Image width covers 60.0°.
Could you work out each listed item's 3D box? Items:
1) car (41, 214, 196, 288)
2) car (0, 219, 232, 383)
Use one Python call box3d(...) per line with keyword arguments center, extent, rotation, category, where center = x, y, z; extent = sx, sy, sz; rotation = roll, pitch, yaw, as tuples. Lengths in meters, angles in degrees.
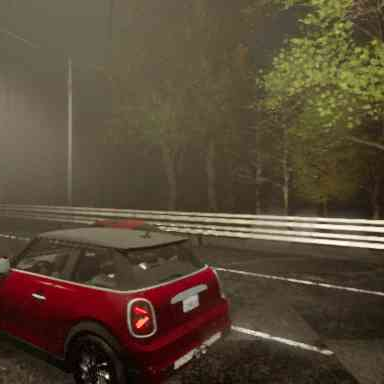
box3d(center=(-2.331, 1.525, 9.886), extent=(4.674, 1.442, 1.812), rotation=(0, 0, 35), category="car")
box3d(center=(-1.751, 1.351, 5.208), extent=(4.553, 1.767, 2.097), rotation=(0, 0, 35), category="car")
